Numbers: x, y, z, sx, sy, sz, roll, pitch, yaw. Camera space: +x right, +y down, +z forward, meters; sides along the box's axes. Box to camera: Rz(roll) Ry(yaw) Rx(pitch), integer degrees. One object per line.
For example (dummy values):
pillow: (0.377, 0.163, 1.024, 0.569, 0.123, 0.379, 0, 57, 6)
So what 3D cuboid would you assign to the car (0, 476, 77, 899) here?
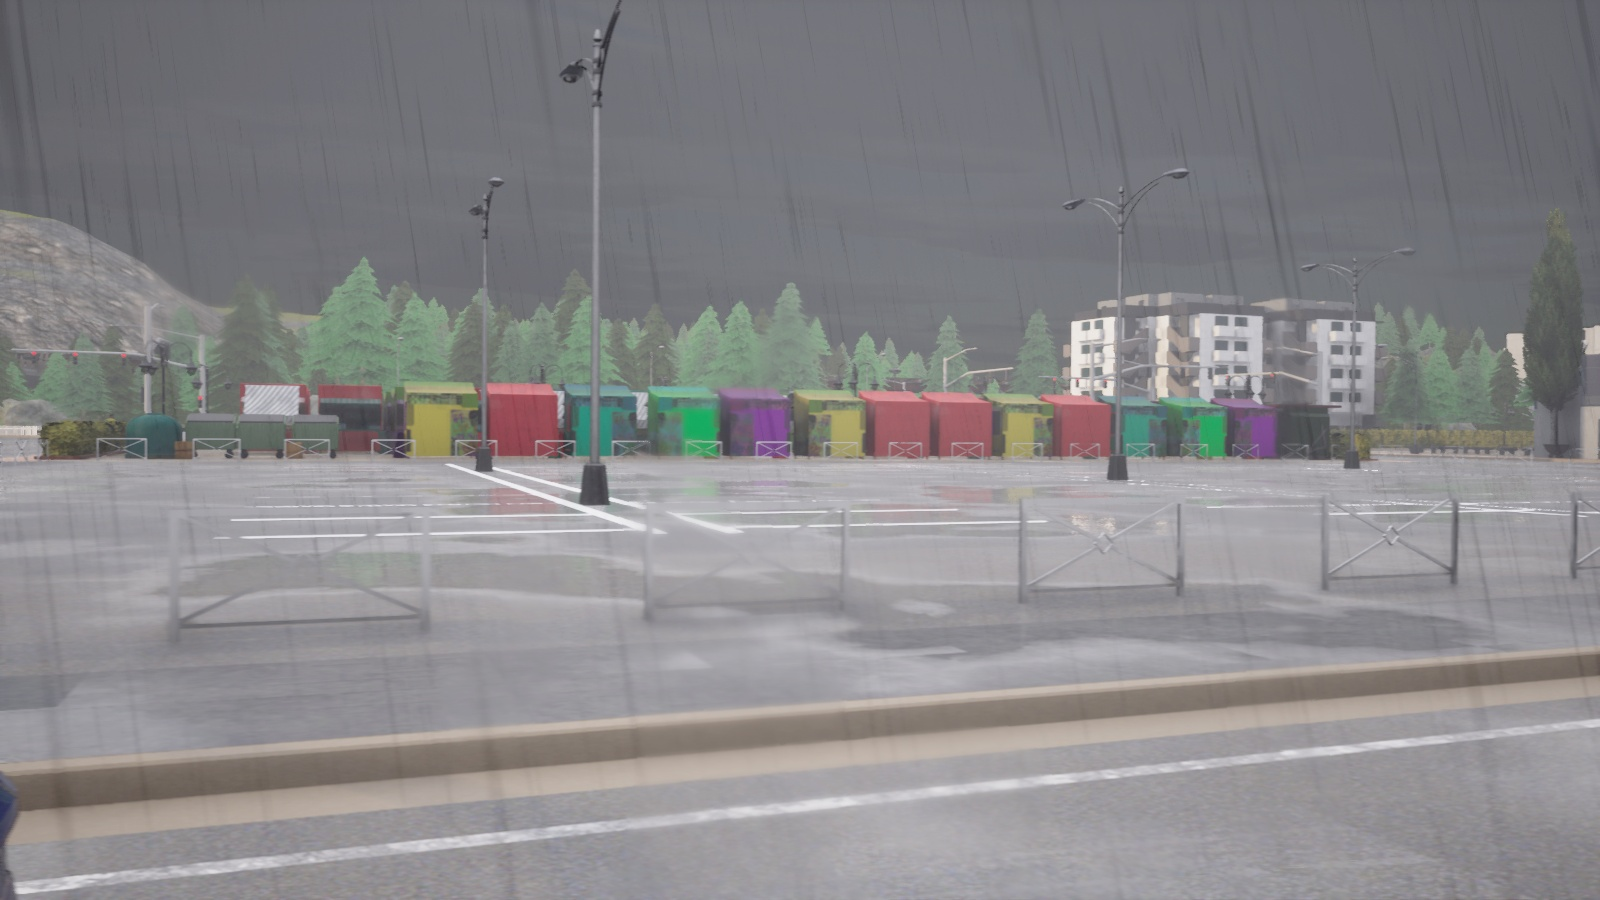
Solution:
car: (-3.858, 0.840, 1.775, 4.674, 1.442, 1.812, -1, 1, -21)
